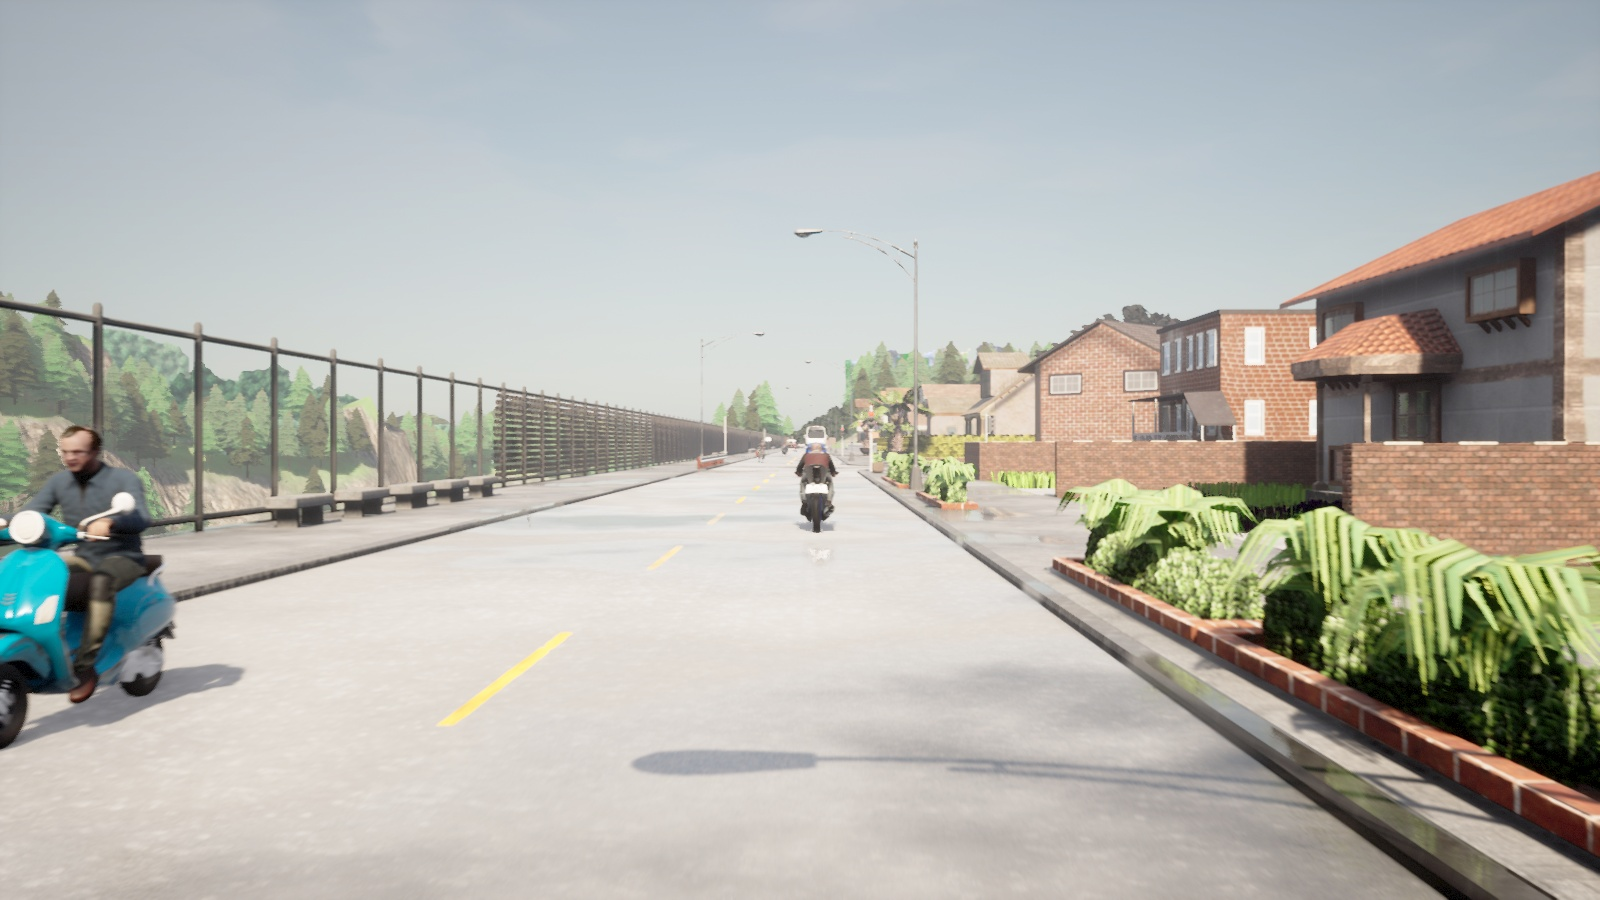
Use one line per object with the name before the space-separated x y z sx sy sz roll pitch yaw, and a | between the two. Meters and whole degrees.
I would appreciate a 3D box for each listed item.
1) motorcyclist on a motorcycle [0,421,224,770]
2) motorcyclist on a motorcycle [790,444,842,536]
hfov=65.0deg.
motorcyclist on a motorcycle | -3.902 0.659 6.631 0.866 1.590 1.817 0 0 1
motorcyclist on a motorcycle | 0.281 0.658 21.908 0.866 1.530 2.191 0 0 1
